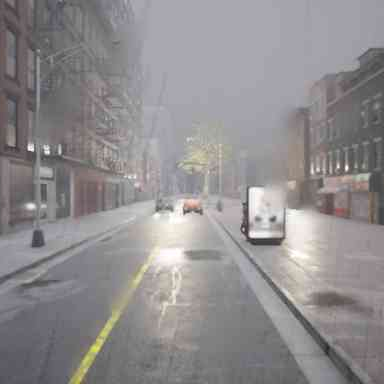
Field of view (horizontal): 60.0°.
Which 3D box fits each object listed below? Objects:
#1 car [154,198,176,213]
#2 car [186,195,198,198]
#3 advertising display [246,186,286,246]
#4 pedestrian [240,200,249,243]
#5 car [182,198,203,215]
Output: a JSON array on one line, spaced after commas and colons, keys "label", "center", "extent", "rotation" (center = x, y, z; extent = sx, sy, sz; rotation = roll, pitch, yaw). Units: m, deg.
[{"label": "car", "center": [-2.798, 1.368, 35.068], "extent": [1.837, 1.490, 4.892], "rotation": [0, 0, 0]}, {"label": "car", "center": [0.010, 1.190, 41.436], "extent": [2.097, 1.767, 4.553], "rotation": [0, 0, 0]}, {"label": "advertising display", "center": [3.010, 0.970, 13.582], "extent": [1.540, 2.440, 0.280], "rotation": [0, 0, 0]}, {"label": "pedestrian", "center": [2.254, 1.207, 14.090], "extent": [0.375, 1.860, 0.375], "rotation": [0, 0, -10]}, {"label": "car", "center": [0.075, 1.476, 31.531], "extent": [1.895, 1.301, 4.718], "rotation": [0, 0, 0]}]
